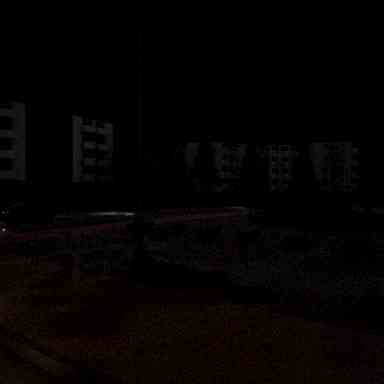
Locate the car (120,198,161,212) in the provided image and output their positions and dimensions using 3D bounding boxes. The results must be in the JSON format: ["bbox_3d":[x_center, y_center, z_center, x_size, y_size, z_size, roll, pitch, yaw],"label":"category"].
[{"bbox_3d":[-5.857,1.478,38.273,1.882,1.535,5.008,0,0,44],"label":"car"}]

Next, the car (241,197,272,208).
[{"bbox_3d":[9.511,1.507,49.045,4.892,1.490,1.837,1,0,-23],"label":"car"}]

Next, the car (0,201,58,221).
[{"bbox_3d":[-13.688,1.505,27.760,1.837,1.490,4.892,0,0,34],"label":"car"}]
